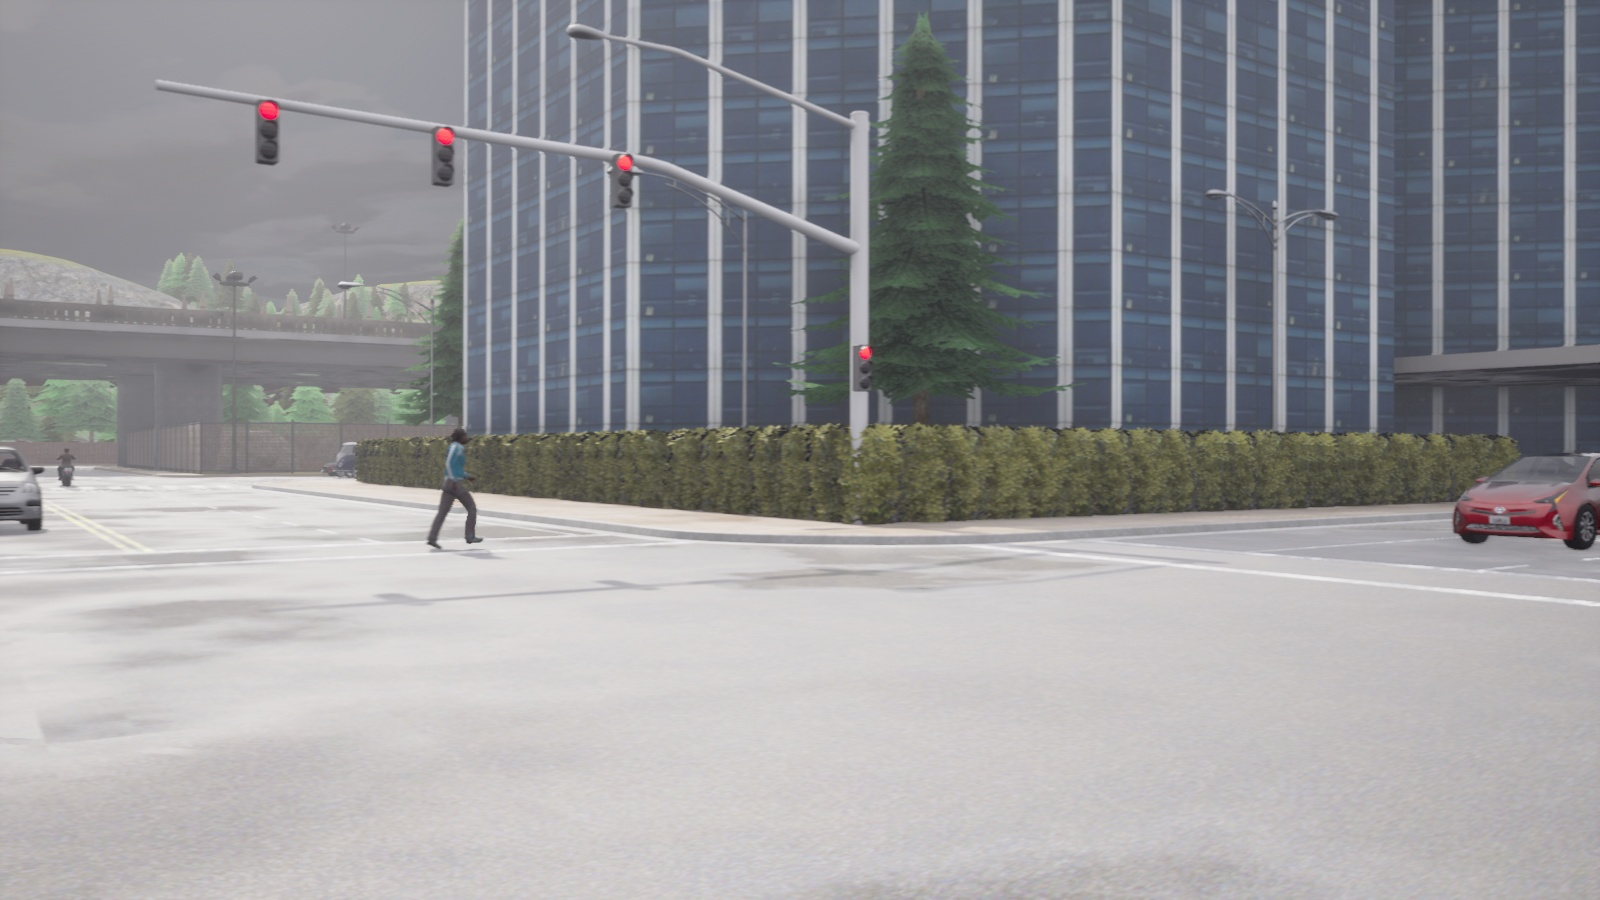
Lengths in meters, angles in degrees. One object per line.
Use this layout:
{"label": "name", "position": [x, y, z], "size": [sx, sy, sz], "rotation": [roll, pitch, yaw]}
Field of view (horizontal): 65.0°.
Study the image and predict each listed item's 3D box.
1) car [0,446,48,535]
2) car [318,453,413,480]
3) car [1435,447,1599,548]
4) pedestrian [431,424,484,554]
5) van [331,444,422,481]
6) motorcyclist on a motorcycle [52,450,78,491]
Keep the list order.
{"label": "car", "position": [-15.752, 0.736, 24.263], "size": [1.851, 1.617, 3.988], "rotation": [0, 0, -34]}
{"label": "car", "position": [-25.138, 0.921, 72.625], "size": [4.792, 1.488, 2.163], "rotation": [0, 0, -34]}
{"label": "car", "position": [12.898, 0.715, 21.165], "size": [4.514, 1.525, 2.007], "rotation": [0, 0, -35]}
{"label": "pedestrian", "position": [-5.196, 0.578, 19.030], "size": [0.692, 1.930, 0.396], "rotation": [0, 0, -32]}
{"label": "van", "position": [-23.442, 0.663, 69.546], "size": [4.442, 1.987, 1.775], "rotation": [0, 0, -34]}
{"label": "motorcyclist on a motorcycle", "position": [-30.604, 0.837, 52.288], "size": [0.766, 1.649, 2.350], "rotation": [0, 0, -34]}
